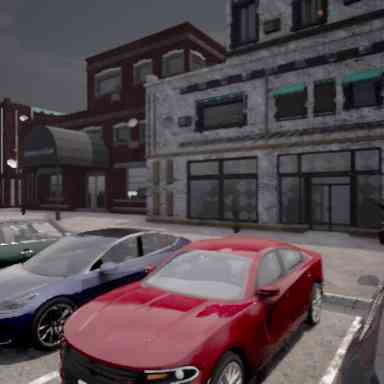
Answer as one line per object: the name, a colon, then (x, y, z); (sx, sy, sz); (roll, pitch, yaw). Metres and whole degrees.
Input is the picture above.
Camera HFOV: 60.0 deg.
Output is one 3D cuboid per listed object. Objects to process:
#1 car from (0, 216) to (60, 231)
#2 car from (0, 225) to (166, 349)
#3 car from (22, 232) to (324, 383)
car: (-4.040, 1.354, 8.145); (2.185, 1.767, 4.553); (0, 0, 35)
car: (-1.774, 1.509, 6.549); (2.163, 1.488, 4.792); (0, 0, 35)
car: (0.518, 1.479, 4.978); (2.097, 1.535, 5.008); (0, 0, 35)
